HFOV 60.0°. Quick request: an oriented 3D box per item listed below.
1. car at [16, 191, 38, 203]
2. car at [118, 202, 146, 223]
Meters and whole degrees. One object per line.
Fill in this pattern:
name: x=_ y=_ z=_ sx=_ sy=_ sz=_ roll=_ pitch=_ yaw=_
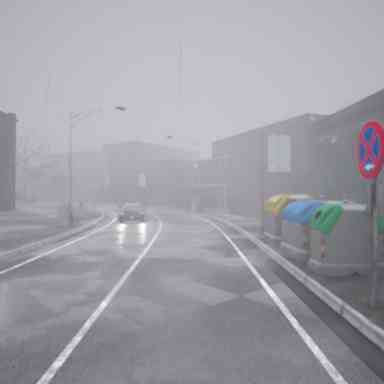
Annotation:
car: x=-29.668 y=0.829 z=58.207 sx=5.566 sy=2.045 sz=2.150 roll=1 pitch=-1 yaw=23
car: x=-4.467 y=1.462 z=25.081 sx=1.812 sy=1.442 sz=4.674 roll=0 pitch=0 yaw=-9
